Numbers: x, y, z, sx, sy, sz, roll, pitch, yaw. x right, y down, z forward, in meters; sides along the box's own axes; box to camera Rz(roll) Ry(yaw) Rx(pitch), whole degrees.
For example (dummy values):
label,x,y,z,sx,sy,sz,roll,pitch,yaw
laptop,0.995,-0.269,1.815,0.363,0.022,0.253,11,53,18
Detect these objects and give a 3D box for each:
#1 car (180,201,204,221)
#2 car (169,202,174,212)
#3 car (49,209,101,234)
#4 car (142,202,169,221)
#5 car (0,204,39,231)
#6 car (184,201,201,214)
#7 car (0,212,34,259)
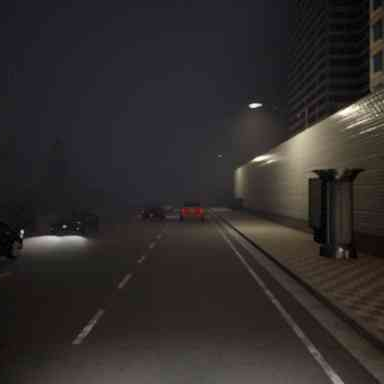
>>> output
label,x,y,z,sx,sy,sz,roll,pitch,yaw
car,0.018,1.602,29.775,2.097,1.767,4.553,0,-1,0
car,-3.447,1.968,43.754,1.895,1.301,4.718,0,0,1
car,-7.040,1.736,20.370,1.994,1.385,4.181,0,0,0
car,-3.391,1.779,30.074,1.812,1.442,4.674,0,0,0
car,-10.547,1.510,18.744,2.097,1.767,4.553,0,0,1
car,0.036,1.902,42.209,2.033,1.411,5.357,0,0,1
car,-7.079,1.593,10.316,1.837,1.490,4.892,0,-1,0
